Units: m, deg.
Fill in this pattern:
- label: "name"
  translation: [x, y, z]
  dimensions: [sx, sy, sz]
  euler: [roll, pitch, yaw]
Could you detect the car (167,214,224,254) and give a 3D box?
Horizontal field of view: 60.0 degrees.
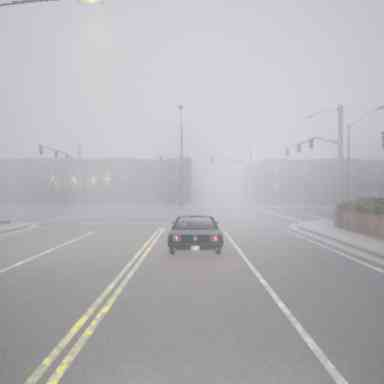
- label: "car"
  translation: [0.114, 1.520, 12.966]
  dimensions: [1.895, 1.301, 4.718]
  euler: [0, 0, 0]
